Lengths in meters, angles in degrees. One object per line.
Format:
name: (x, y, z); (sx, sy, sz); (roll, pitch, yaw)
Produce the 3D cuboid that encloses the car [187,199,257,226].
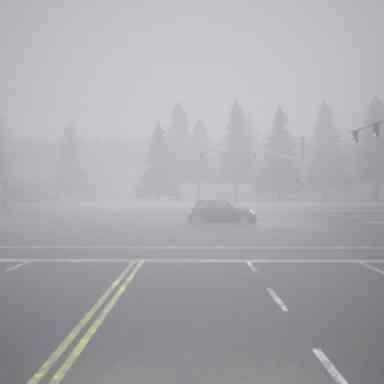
car: (1.966, 1.267, 22.017); (4.553, 1.767, 2.097); (0, 0, 0)
